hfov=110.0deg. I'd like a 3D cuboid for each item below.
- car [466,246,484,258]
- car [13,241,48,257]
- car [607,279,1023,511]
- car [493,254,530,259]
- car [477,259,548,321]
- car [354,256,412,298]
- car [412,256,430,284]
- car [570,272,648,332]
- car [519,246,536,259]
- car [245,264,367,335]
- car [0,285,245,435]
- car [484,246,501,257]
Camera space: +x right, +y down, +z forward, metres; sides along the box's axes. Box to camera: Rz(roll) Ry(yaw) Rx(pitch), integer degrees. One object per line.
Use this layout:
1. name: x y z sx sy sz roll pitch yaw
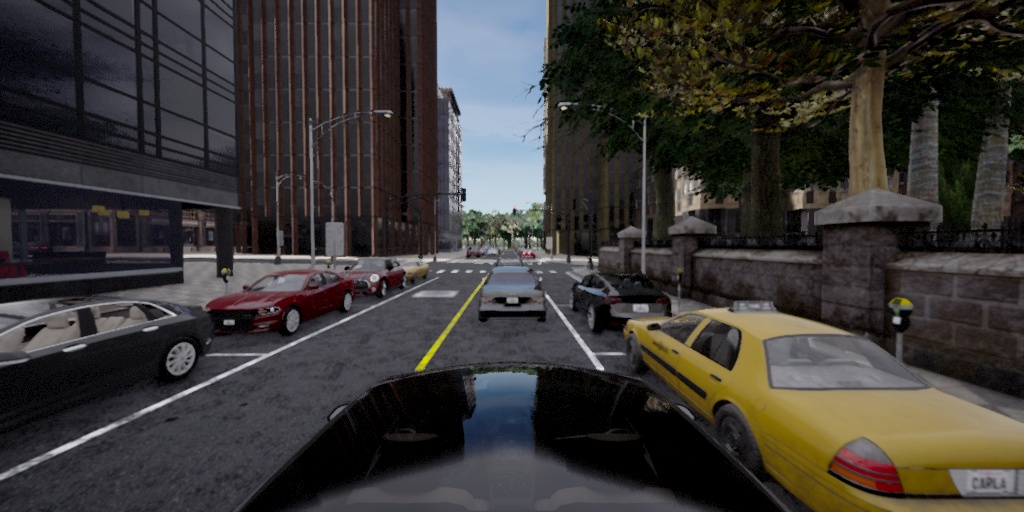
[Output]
1. car: -6.163 -0.658 57.914 2.192 1.841 5.009 0 0 0
2. car: -48.106 -0.668 34.715 4.902 1.511 2.128 1 2 0
3. car: 2.744 1.198 4.395 1.751 1.417 4.829 0 0 0
4. car: -0.139 0.748 21.253 1.895 1.301 4.718 0 2 0
5. car: 0.002 1.011 10.980 2.033 1.411 5.357 0 2 0
6. car: -5.858 0.778 15.071 1.967 1.591 4.097 0 0 0
7. car: -5.895 0.696 20.355 1.751 1.417 4.829 0 0 0
8. car: 2.706 1.070 9.679 1.948 1.339 4.313 0 0 0
9. car: 2.401 -0.369 52.540 1.967 1.591 4.097 0 0 0
10. car: -5.819 1.051 9.617 1.888 1.381 4.507 0 0 0
11. car: -5.780 1.225 4.162 2.007 1.370 4.403 0 0 0
12. car: -3.472 -0.660 64.939 1.812 1.442 4.674 0 2 0
